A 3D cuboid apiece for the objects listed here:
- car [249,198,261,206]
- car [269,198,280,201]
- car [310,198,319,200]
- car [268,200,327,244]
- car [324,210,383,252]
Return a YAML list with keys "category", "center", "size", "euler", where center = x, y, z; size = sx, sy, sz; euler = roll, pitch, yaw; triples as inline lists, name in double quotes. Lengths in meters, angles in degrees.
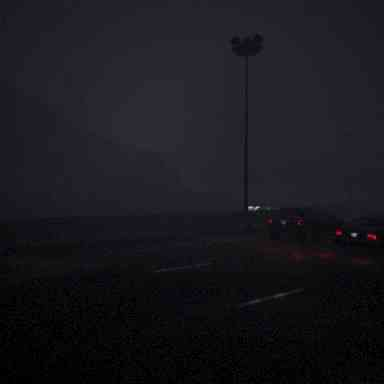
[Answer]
- category: "car"
  center: [11.934, 1.923, 62.619]
  size: [2.128, 1.511, 4.902]
  euler: [0, 0, 17]
- category: "car"
  center: [15.407, 1.933, 61.984]
  size: [1.882, 1.535, 5.008]
  euler: [0, 0, 17]
- category: "car"
  center: [22.084, 1.848, 59.940]
  size: [2.097, 1.767, 4.553]
  euler: [0, 0, 17]
- category: "car"
  center: [5.926, 1.487, 16.894]
  size: [4.553, 1.767, 2.097]
  euler: [1, -1, -39]
- category: "car"
  center: [8.055, 1.685, 14.108]
  size: [5.357, 1.411, 2.033]
  euler: [1, 0, -39]
